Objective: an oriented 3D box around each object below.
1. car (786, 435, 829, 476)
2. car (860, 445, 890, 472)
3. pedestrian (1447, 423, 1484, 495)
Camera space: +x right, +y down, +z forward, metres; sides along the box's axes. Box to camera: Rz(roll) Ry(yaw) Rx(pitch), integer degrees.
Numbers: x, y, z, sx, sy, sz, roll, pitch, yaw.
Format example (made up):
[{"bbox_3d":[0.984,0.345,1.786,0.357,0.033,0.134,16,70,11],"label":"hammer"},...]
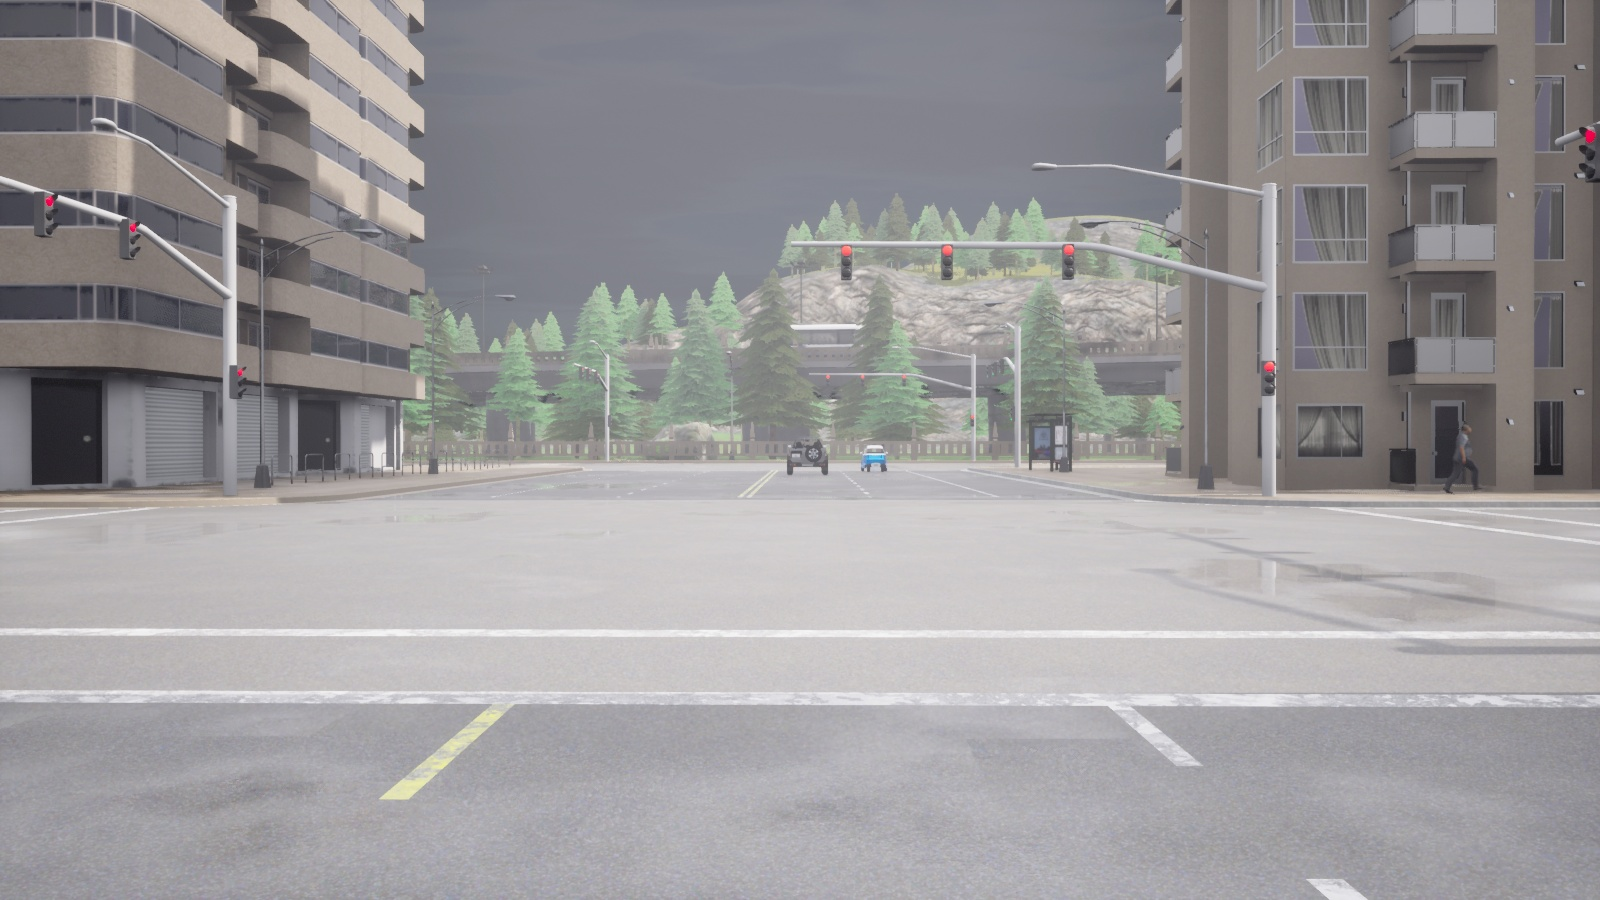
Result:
[{"bbox_3d":[0.350,0.229,59.258,1.932,1.855,4.605,0,0,0],"label":"car"},{"bbox_3d":[3.885,0.436,65.278,1.481,1.376,2.207,0,1,1],"label":"car"},{"bbox_3d":[17.203,0.236,32.463,0.694,1.848,0.540,0,0,7],"label":"pedestrian"}]
